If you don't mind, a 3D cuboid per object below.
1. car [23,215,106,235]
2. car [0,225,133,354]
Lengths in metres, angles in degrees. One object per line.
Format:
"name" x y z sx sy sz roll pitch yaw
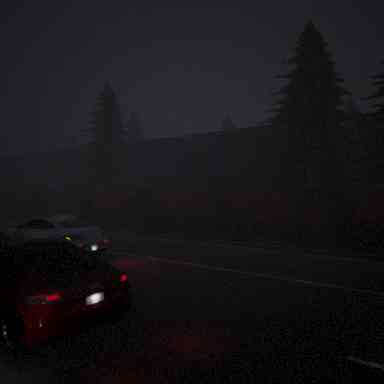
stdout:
"car" -4.965 1.529 11.815 4.674 1.442 1.812 0 0 35
"car" -3.089 1.567 6.177 4.181 1.385 1.994 0 0 36
